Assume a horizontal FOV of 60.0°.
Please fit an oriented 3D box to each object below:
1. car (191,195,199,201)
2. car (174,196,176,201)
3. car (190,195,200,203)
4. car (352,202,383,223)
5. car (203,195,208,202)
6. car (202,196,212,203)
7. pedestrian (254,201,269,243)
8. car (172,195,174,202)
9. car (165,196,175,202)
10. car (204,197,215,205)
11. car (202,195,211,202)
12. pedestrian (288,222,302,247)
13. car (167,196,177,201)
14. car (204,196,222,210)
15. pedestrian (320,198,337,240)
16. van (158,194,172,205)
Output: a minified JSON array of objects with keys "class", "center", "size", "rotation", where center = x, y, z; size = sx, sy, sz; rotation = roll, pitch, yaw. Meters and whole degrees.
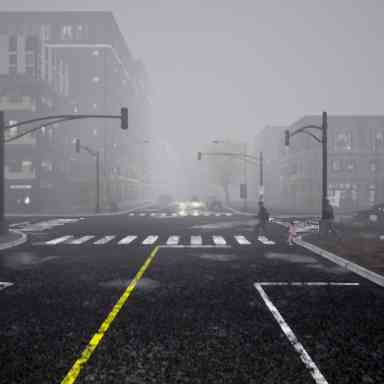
[{"class":"car","center":[0.668,1.518,80.851],"size":[1.812,1.442,4.674],"rotation":[0,0,0]},{"class":"car","center":[-5.096,1.377,72.195],"size":[2.192,1.841,5.009],"rotation":[0,0,0]},{"class":"car","center":[0.582,1.527,70.434],"size":[1.882,1.535,5.008],"rotation":[0,0,0]},{"class":"car","center":[15.031,1.567,25.856],"size":[4.892,1.490,1.837],"rotation":[-1,0,-1]},{"class":"car","center":[3.097,1.465,49.337],"size":[1.967,1.590,4.097],"rotation":[0,0,0]},{"class":"car","center":[3.285,1.613,72.124],"size":[2.008,1.369,4.403],"rotation":[0,0,0]},{"class":"pedestrian","center":[3.070,1.290,14.693],"size":[0.375,1.860,0.375],"rotation":[0,0,0]},{"class":"car","center":[-5.143,1.633,66.498],"size":[1.802,1.307,4.206],"rotation":[0,0,0]},{"class":"car","center":[-5.049,1.641,77.891],"size":[1.947,1.339,4.313],"rotation":[0,0,0]},{"class":"car","center":[3.190,1.623,60.731],"size":[1.802,1.307,4.206],"rotation":[0,0,0]},{"class":"car","center":[3.331,1.515,77.820],"size":[1.967,1.590,4.097],"rotation":[0,0,0]},{"class":"pedestrian","center":[4.097,1.670,13.485],"size":[0.500,1.100,0.500],"rotation":[0,0,0]},{"class":"car","center":[-5.002,1.640,83.587],"size":[2.008,1.369,4.403],"rotation":[0,0,0]},{"class":"car","center":[3.049,1.568,43.640],"size":[2.008,1.369,4.403],"rotation":[0,0,0]},{"class":"pedestrian","center":[5.761,1.138,14.071],"size":[0.375,1.860,0.375],"rotation":[0,0,0]},{"class":"van","center":[-5.190,1.382,60.801],"size":[1.690,1.788,3.998],"rotation":[0,0,0]}]
